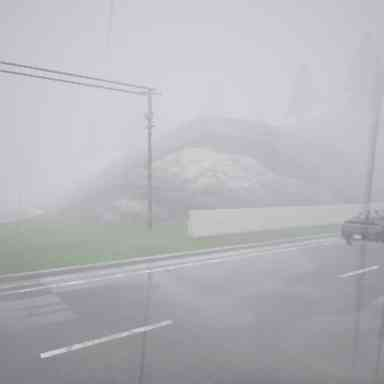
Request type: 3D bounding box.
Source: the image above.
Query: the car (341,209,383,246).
[{"bbox_3d":[8.269,1.495,14.066,4.902,1.511,2.128,0,0,-35],"label":"car"}]
